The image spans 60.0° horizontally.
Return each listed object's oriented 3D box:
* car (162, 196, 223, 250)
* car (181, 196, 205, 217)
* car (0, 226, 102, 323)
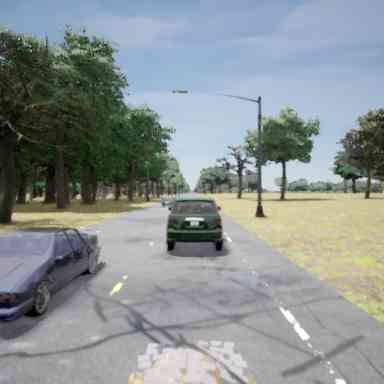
[{"bbox_3d":[0.114,1.213,14.460,2.150,2.045,5.566,0,0,0],"label":"car"},{"bbox_3d":[0.108,1.318,31.178,2.097,1.767,4.553,0,0,0],"label":"car"},{"bbox_3d":[-3.596,1.545,7.688,2.033,1.411,5.357,0,0,0],"label":"car"}]
